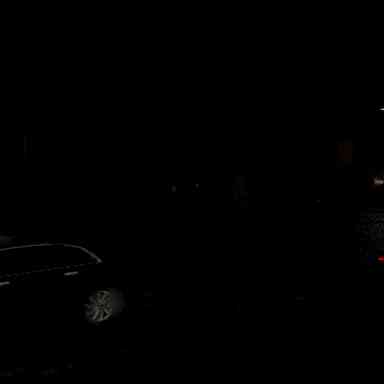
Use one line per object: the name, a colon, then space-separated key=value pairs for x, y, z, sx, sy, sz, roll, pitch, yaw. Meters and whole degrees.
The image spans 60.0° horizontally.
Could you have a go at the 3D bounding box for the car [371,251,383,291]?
car: x=6.036 y=1.576 z=7.755 sx=4.181 sy=1.385 sz=1.994 roll=0 pitch=0 yaw=-35

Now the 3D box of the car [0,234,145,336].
car: x=-3.158 y=1.506 z=5.427 sx=4.892 sy=1.490 sz=1.837 roll=0 pitch=0 yaw=-35
